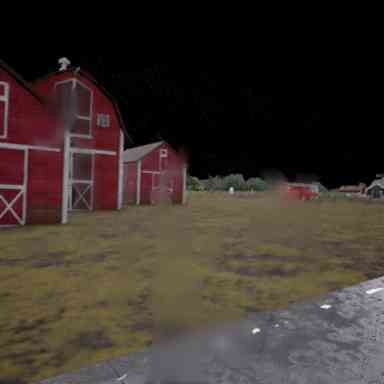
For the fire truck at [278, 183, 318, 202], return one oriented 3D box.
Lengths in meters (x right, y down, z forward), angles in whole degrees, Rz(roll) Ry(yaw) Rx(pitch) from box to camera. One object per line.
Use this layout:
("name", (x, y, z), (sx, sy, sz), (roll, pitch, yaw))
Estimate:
("fire truck", (22.561, 0.062, 71.077), (2.891, 3.827, 8.468), (2, -1, -35))
